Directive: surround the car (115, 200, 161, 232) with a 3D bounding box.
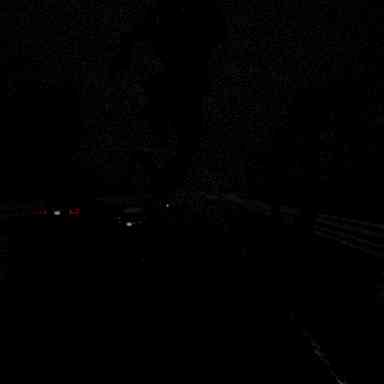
[{"bbox_3d":[-3.117,1.437,19.142,1.812,1.442,4.674,0,0,1],"label":"car"}]

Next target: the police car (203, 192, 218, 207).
[{"bbox_3d":[2.640,1.223,48.396,1.930,1.638,5.238,0,0,4],"label":"police car"}]

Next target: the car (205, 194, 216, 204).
[{"bbox_3d":[3.340,1.219,58.326,1.801,1.575,5.366,0,0,4],"label":"car"}]

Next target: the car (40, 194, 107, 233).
[{"bbox_3d":[-6.620,1.131,19.170,2.150,2.045,5.566,0,0,1],"label":"car"}]

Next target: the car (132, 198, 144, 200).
[{"bbox_3d":[-5.951,1.400,36.845,1.994,1.385,4.181,0,0,3],"label":"car"}]

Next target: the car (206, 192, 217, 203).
[{"bbox_3d":[3.804,0.971,64.071,2.150,2.045,5.566,0,0,5],"label":"car"}]

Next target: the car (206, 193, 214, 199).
[{"bbox_3d":[4.462,1.031,82.306,1.812,1.442,4.674,0,0,6],"label":"car"}]

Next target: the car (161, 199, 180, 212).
[{"bbox_3d":[-2.454,1.403,36.699,1.994,1.385,4.181,0,0,3],"label":"car"}]
